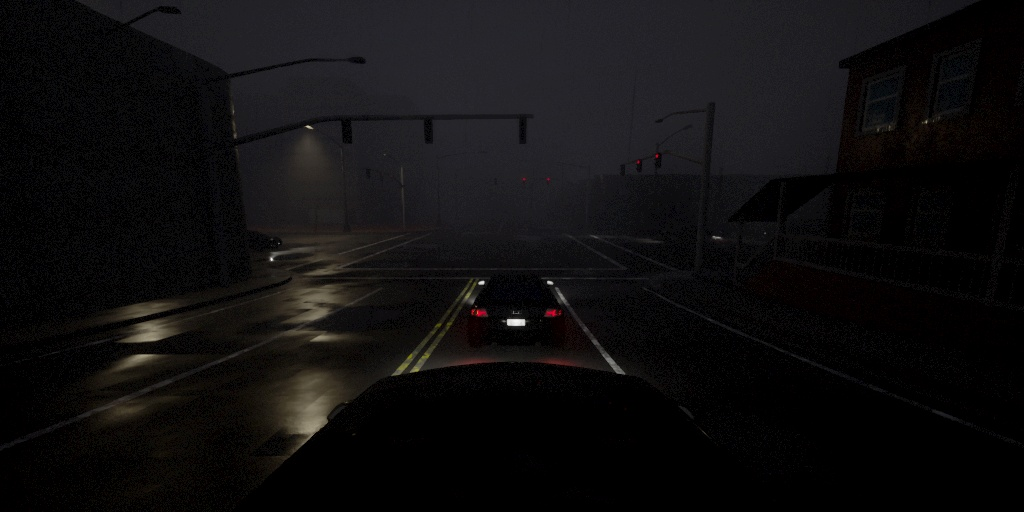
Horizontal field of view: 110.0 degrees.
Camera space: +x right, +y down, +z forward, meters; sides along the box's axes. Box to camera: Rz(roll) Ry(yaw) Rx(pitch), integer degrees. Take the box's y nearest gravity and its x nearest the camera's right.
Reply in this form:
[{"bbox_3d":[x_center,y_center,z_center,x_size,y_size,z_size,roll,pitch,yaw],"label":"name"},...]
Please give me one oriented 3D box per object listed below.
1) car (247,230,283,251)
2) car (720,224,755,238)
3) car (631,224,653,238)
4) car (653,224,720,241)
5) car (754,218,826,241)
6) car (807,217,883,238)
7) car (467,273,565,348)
[{"bbox_3d":[-19.960,-1.188,26.979,4.892,1.490,1.837,0,8,1],"label":"car"},{"bbox_3d":[23.768,-2.673,37.305,4.181,1.385,1.994,0,8,1],"label":"car"},{"bbox_3d":[14.959,-2.641,37.382,4.718,1.301,1.895,0,8,1],"label":"car"},{"bbox_3d":[16.400,-2.223,33.882,4.892,1.490,1.837,0,8,0],"label":"car"},{"bbox_3d":[26.667,-2.498,33.772,5.566,2.045,2.150,0,8,1],"label":"car"},{"bbox_3d":[34.366,-3.004,37.179,5.566,2.045,2.150,0,8,1],"label":"car"},{"bbox_3d":[0.094,1.090,8.695,1.994,1.385,4.181,0,3,0],"label":"car"}]
